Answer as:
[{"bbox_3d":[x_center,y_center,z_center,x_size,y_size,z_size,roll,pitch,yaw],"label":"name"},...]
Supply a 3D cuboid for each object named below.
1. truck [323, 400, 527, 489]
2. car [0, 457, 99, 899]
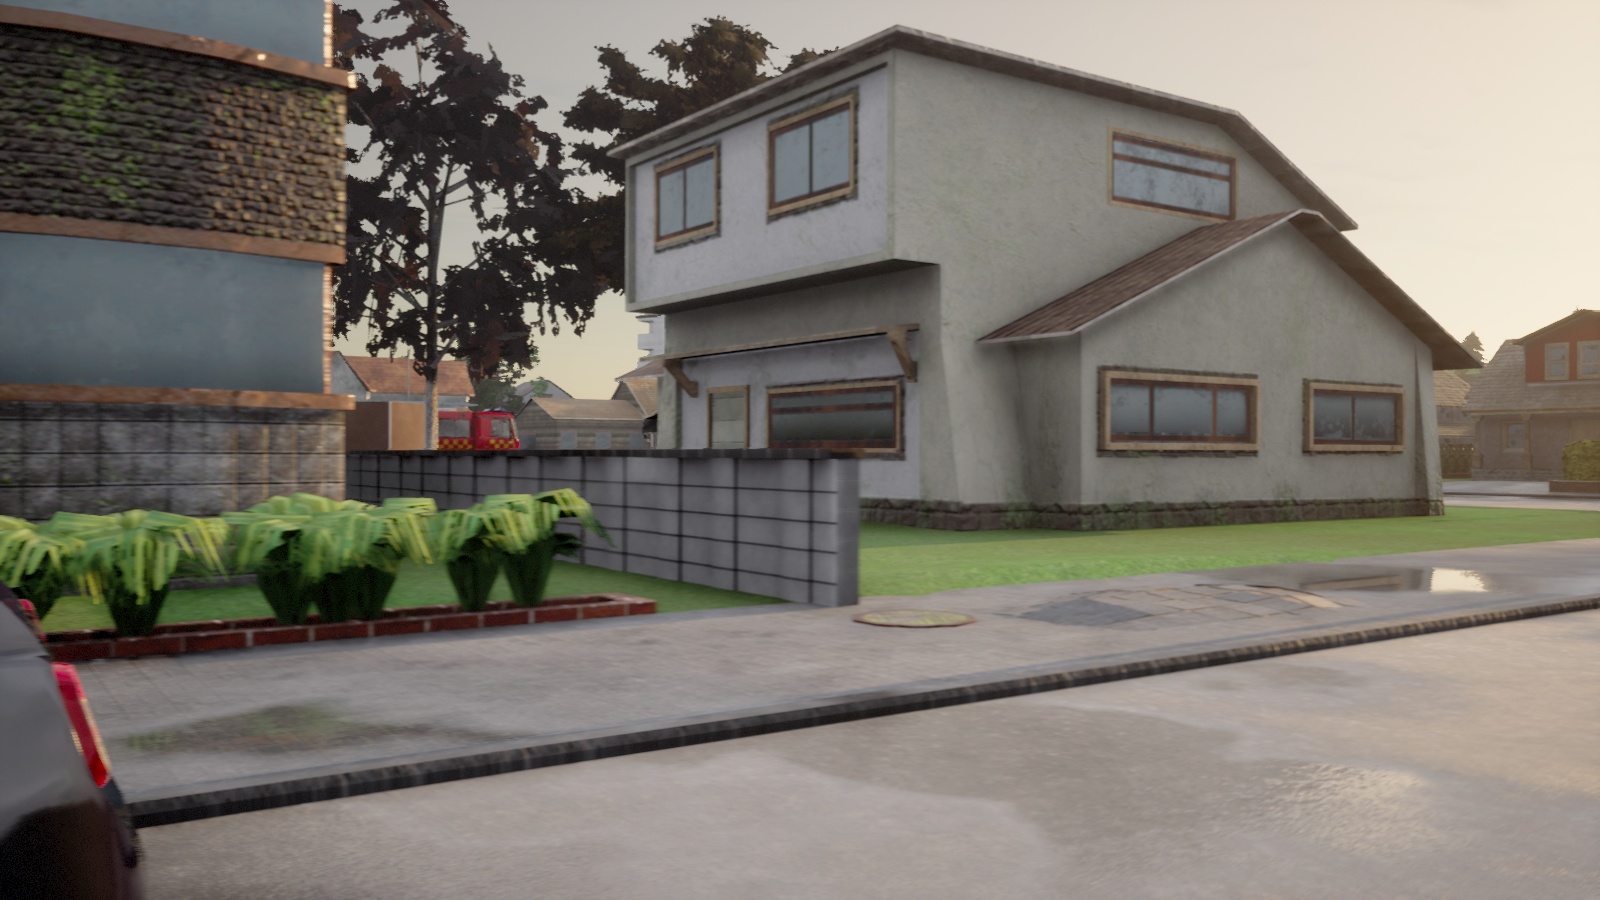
[{"bbox_3d":[-17.094,-0.242,57.596,8.468,3.827,2.891,0,0,-35],"label":"truck"},{"bbox_3d":[-3.282,0.770,1.983,3.633,1.501,1.845,0,0,-35],"label":"car"}]
